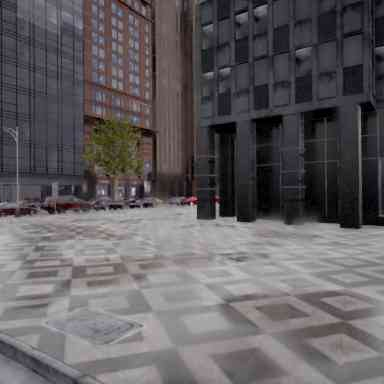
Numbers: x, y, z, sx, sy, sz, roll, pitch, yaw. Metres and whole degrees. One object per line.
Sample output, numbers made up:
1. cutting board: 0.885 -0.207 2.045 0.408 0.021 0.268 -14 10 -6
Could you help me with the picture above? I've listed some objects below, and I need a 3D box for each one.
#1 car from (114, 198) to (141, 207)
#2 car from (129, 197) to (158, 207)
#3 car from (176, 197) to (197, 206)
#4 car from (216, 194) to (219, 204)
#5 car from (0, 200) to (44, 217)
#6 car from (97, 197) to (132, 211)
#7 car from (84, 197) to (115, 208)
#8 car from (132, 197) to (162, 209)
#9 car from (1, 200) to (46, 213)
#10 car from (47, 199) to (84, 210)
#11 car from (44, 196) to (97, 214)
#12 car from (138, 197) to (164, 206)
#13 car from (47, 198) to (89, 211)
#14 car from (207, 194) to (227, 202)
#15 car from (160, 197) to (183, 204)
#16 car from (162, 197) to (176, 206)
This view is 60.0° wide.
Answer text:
1. car: -10.228 1.614 53.261 1.802 1.307 4.206 -1 0 35
2. car: -7.590 1.523 52.186 1.812 1.442 4.674 -1 0 35
3. car: -0.013 1.463 53.047 1.887 1.381 4.507 -1 0 35
4. car: 3.192 1.223 57.687 2.192 1.841 5.009 -1 0 35
5. car: -16.046 1.577 29.856 1.802 1.307 4.206 -1 0 35
6. car: -9.632 1.525 39.133 1.947 1.339 4.313 -1 0 35
7. car: -13.437 1.485 48.623 1.967 1.590 4.097 -1 0 35
8. car: -6.426 1.510 43.770 1.947 1.339 4.313 -1 0 35
9. car: -19.849 1.643 39.346 1.947 1.339 4.313 -1 0 35
10. car: -16.642 1.643 43.984 1.802 1.307 4.206 -1 0 35
11. car: -12.841 1.291 34.496 2.192 1.841 5.009 -1 0 35
12. car: -7.118 1.546 57.760 1.752 1.417 4.829 -1 0 35
13. car: -15.235 1.558 41.177 1.812 1.442 4.674 -1 0 35
14. car: 5.806 1.297 76.456 2.192 1.841 5.009 -1 0 35
15. car: -3.813 1.575 62.539 1.947 1.339 4.313 -1 0 35
16. car: -2.021 1.497 54.741 2.033 1.411 5.357 -1 0 35
